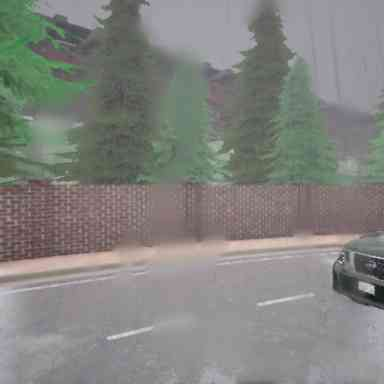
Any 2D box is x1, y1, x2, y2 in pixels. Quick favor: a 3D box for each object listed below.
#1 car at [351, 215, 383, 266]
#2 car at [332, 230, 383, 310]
[{"bbox_3d":[8.256,1.502,11.001,5.357,1.411,2.033,0,0,-15],"label":"car"},{"bbox_3d":[5.421,1.194,6.391,5.566,2.045,2.150,0,0,-21],"label":"car"}]
